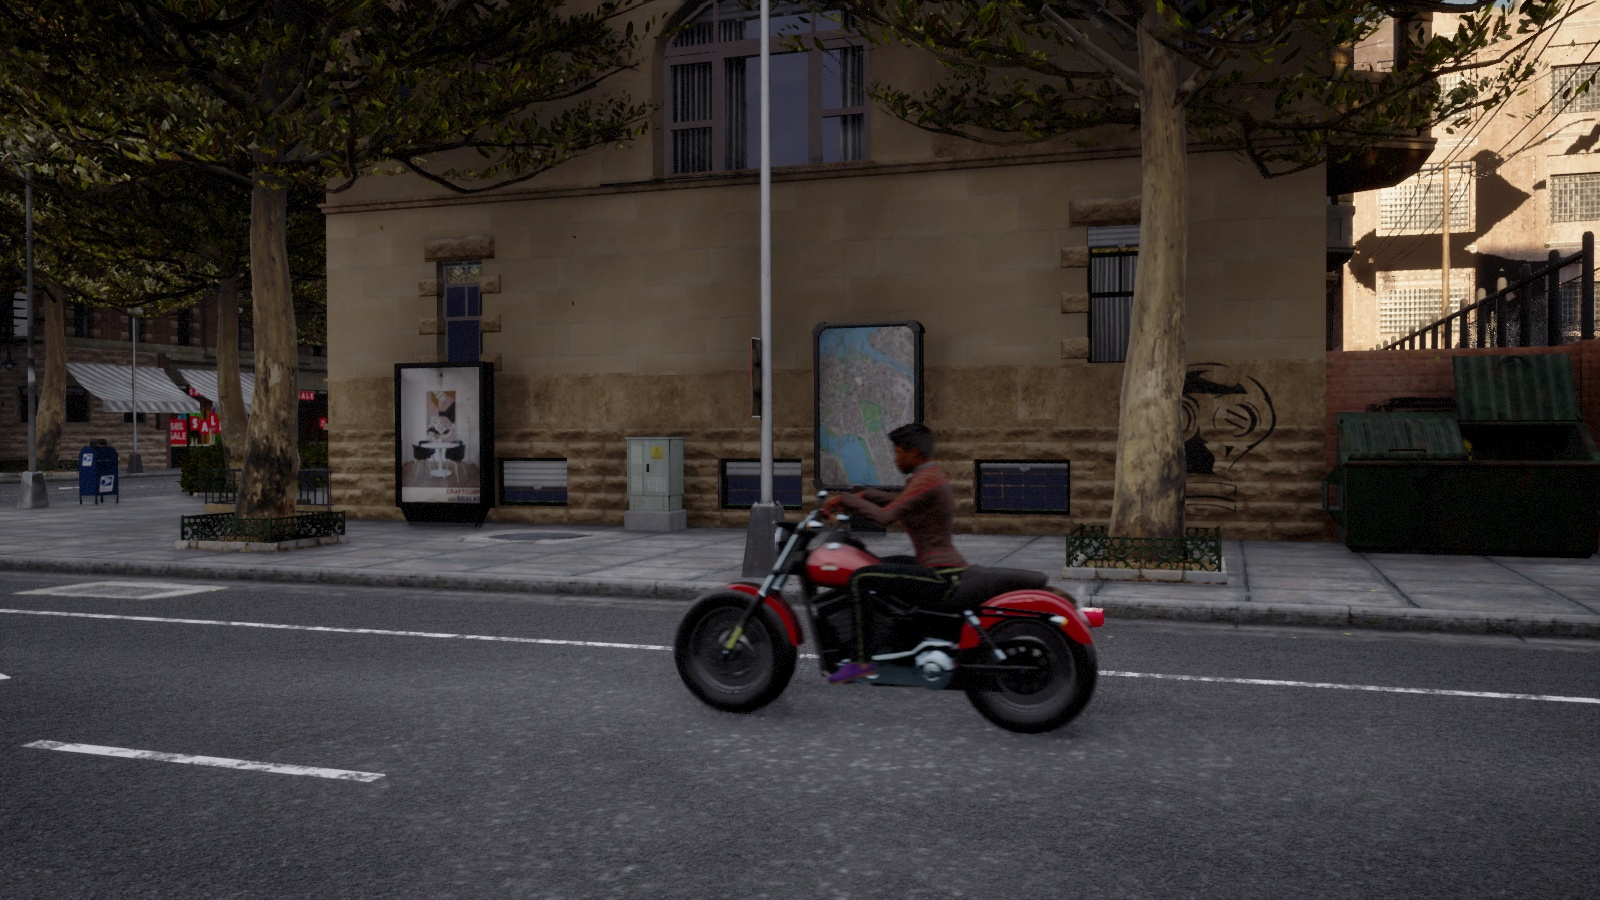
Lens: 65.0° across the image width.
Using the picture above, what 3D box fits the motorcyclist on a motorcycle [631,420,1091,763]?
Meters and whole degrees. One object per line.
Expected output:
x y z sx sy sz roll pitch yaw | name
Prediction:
0.326 0.670 6.773 2.350 1.649 0.766 0 1 19 | motorcyclist on a motorcycle
